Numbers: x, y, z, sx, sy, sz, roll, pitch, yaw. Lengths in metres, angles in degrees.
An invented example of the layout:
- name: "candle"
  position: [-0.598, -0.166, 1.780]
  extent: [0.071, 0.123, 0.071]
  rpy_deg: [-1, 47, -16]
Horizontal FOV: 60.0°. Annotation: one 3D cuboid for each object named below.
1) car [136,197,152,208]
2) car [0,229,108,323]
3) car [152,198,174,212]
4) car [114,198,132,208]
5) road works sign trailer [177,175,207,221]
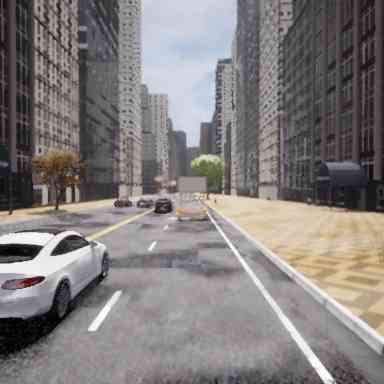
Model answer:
- name: "car"
  position: [-6.585, 1.425, 46.601]
  extent: [2.128, 1.511, 4.902]
  rpy_deg: [0, 0, 0]
- name: "car"
  position: [-3.154, 1.515, 7.097]
  extent: [1.812, 1.442, 4.674]
  rpy_deg: [0, 0, 0]
- name: "car"
  position: [-3.160, 1.451, 38.314]
  extent: [1.837, 1.490, 4.892]
  rpy_deg: [0, 0, 0]
- name: "car"
  position: [-9.820, 1.497, 47.600]
  extent: [1.994, 1.385, 4.181]
  rpy_deg: [0, 0, 0]
- name: "road works sign trailer"
  position: [0.011, 0.426, 26.910]
  extent: [2.380, 3.560, 2.880]
  rpy_deg: [0, 0, 1]
